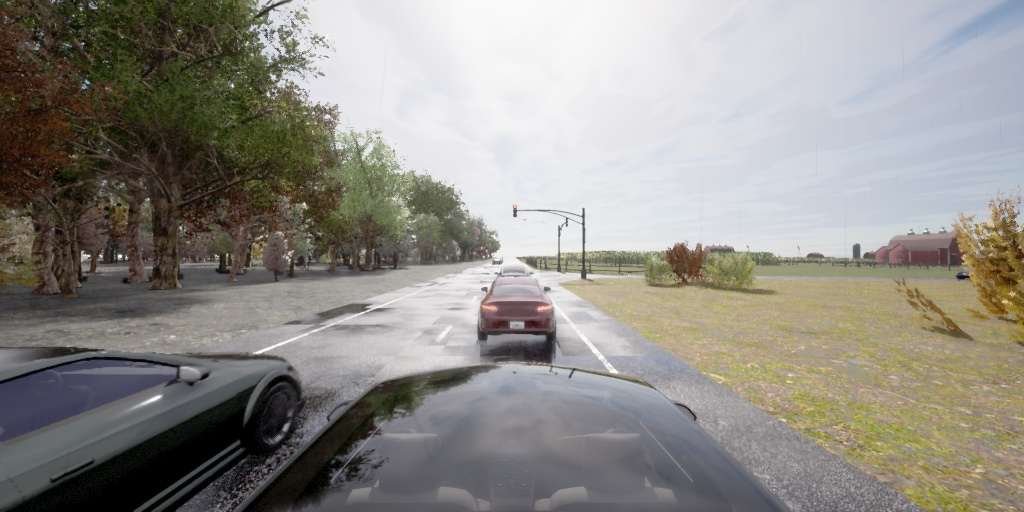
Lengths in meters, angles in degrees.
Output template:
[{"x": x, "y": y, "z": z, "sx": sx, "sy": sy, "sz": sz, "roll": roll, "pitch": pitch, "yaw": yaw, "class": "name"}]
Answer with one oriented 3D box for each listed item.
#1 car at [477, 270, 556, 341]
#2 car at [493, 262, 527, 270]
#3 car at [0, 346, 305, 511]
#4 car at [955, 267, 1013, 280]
[{"x": 0.111, "y": 1.278, "z": 9.780, "sx": 1.812, "sy": 1.442, "sz": 4.674, "roll": 0, "pitch": 0, "yaw": 0, "class": "car"}, {"x": 0.104, "y": 1.259, "z": 19.042, "sx": 1.837, "sy": 1.490, "sz": 4.892, "roll": 0, "pitch": 0, "yaw": 0, "class": "car"}, {"x": -3.398, "y": 1.314, "z": 2.459, "sx": 1.994, "sy": 1.385, "sz": 4.181, "roll": 0, "pitch": 0, "yaw": 0, "class": "car"}, {"x": 48.942, "y": 1.845, "z": 37.138, "sx": 4.181, "sy": 1.385, "sz": 1.994, "roll": 1, "pitch": -1, "yaw": 0, "class": "car"}]
